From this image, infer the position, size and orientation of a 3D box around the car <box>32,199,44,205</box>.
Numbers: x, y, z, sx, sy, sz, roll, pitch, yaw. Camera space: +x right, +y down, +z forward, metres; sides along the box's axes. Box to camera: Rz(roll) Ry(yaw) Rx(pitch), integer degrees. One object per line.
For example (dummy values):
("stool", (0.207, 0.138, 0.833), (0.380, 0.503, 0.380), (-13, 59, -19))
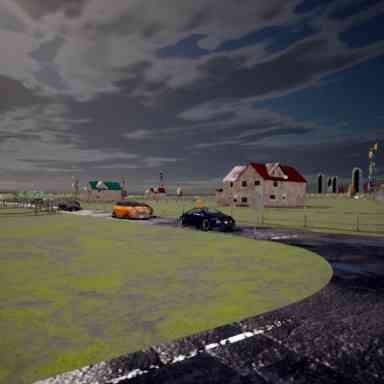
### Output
("car", (-39.119, 2.510, 84.275), (2.097, 1.767, 4.553), (2, -2, -36))

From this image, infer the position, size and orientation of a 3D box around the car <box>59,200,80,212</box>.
("car", (-18.061, 2.094, 48.745), (2.033, 1.411, 5.357), (2, -2, -35))

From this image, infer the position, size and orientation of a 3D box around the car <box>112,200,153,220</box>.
("car", (-5.840, 1.646, 31.681), (2.097, 1.767, 4.553), (2, -1, -36))

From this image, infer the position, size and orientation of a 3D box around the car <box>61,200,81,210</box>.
("car", (-21.087, 2.200, 57.817), (1.882, 1.535, 5.008), (2, -2, -36))

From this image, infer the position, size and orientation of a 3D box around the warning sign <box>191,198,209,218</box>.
("warning sign", (0.727, 1.481, 31.661), (1.300, 1.860, 1.060), (2, -1, -36))

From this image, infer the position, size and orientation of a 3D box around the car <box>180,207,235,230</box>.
("car", (0.957, 1.723, 22.244), (1.994, 1.385, 4.181), (2, -2, -36))

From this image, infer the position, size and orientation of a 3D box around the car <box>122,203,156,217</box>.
("car", (-5.976, 1.935, 36.897), (1.812, 1.442, 4.674), (2, -2, -36))
